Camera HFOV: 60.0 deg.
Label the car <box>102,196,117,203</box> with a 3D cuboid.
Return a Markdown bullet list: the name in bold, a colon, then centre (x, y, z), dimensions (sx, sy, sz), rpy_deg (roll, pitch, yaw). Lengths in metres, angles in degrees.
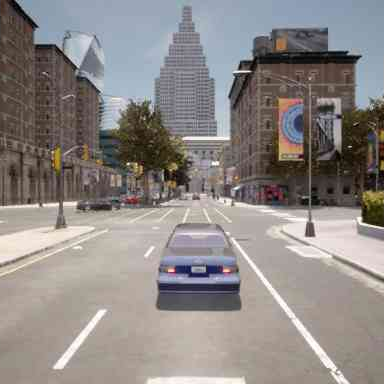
- **car**: centre (-17.360, 1.595, 69.847), dimensions (1.895, 1.301, 4.718), rpy_deg (0, 0, 1)

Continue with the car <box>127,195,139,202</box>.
- **car**: centre (-13.993, 1.478, 78.898), dimensions (1.882, 1.535, 5.008), rpy_deg (0, 0, 1)

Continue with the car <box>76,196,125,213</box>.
- **car**: centre (-10.520, 1.504, 37.548), dimensions (4.892, 1.490, 1.837), rpy_deg (0, 1, -27)

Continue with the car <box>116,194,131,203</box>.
- **car**: centre (-14.124, 1.355, 68.799), dimensions (2.097, 1.767, 4.553), rpy_deg (0, 0, 1)

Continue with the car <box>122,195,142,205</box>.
- **car**: centre (-10.809, 1.478, 59.873), dimensions (1.882, 1.535, 5.008), rpy_deg (0, 0, 1)

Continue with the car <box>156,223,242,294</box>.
- **car**: centre (0.175, 1.547, 8.947), dimensions (2.033, 1.411, 5.357), rpy_deg (0, 0, 1)

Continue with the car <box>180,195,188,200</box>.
- **car**: centre (-2.346, 1.519, 90.101), dimensions (1.812, 1.442, 4.674), rpy_deg (0, 0, 1)

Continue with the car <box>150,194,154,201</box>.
- **car**: centre (-10.482, 1.355, 79.657), dimensions (2.097, 1.767, 4.553), rpy_deg (0, 0, 1)

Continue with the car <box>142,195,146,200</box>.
- **car**: centre (-10.612, 1.500, 69.669), dimensions (1.837, 1.490, 4.892), rpy_deg (0, 0, 1)

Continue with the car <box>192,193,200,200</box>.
- **car**: centre (1.154, 1.350, 90.026), dimensions (2.097, 1.767, 4.553), rpy_deg (0, 0, 1)
